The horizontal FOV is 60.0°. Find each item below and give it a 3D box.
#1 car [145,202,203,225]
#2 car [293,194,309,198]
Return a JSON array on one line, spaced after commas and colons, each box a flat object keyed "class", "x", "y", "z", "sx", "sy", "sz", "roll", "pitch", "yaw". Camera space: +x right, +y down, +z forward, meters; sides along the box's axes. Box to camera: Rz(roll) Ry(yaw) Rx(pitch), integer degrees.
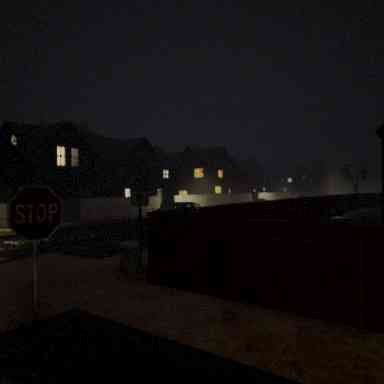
[{"class": "car", "x": -0.388, "y": 1.301, "z": 19.441, "sx": 2.033, "sy": 1.411, "sz": 5.357, "roll": -1, "pitch": 0, "yaw": 35}, {"class": "car", "x": 15.116, "y": 1.038, "z": 45.982, "sx": 2.033, "sy": 1.411, "sz": 5.357, "roll": -1, "pitch": 0, "yaw": 35}]
